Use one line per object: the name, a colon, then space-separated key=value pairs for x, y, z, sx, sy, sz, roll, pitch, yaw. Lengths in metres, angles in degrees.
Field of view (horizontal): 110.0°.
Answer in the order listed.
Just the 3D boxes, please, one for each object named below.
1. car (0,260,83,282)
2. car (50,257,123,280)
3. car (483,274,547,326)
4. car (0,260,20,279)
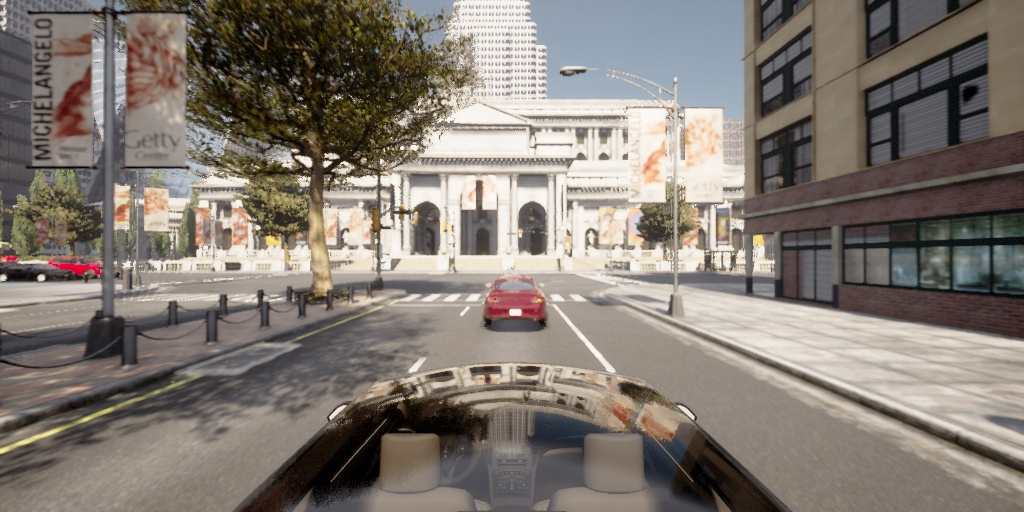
car: x=-39.365 y=1.342 z=29.684 sx=5.008 sy=1.535 sz=1.882 roll=0 pitch=0 yaw=0
car: x=-39.560 y=1.101 z=33.187 sx=5.566 sy=2.045 sz=2.150 roll=0 pitch=0 yaw=0
car: x=0.106 y=1.317 z=11.689 sx=1.812 sy=1.442 sz=4.674 roll=0 pitch=0 yaw=0
car: x=-49.179 y=1.230 z=33.113 sx=4.553 sy=1.767 sz=2.097 roll=0 pitch=0 yaw=-1
